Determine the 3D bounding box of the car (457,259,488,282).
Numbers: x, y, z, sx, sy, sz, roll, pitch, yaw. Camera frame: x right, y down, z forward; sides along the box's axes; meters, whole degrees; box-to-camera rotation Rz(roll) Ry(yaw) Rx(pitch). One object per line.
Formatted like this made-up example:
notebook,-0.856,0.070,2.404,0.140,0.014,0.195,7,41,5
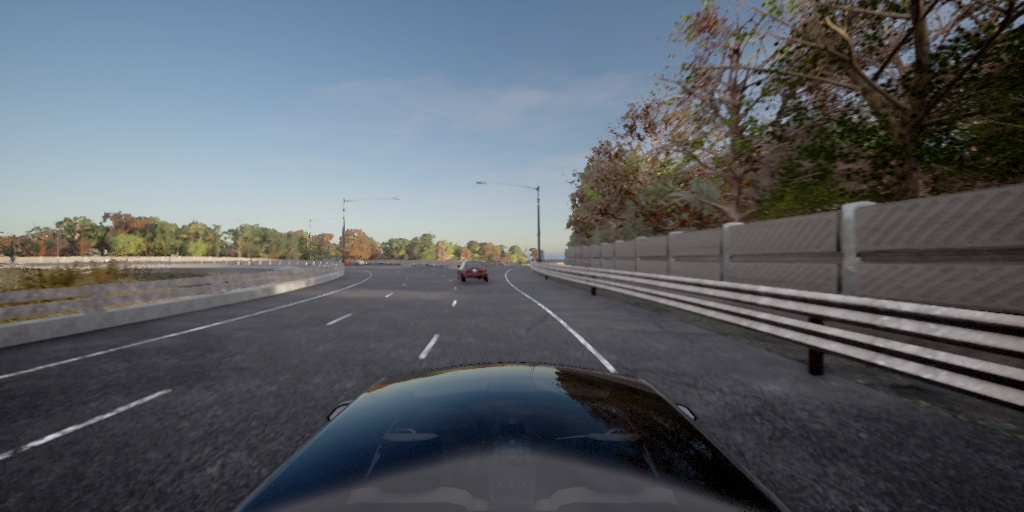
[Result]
car,-3.357,1.135,29.569,2.097,1.767,4.553,-1,0,-14
